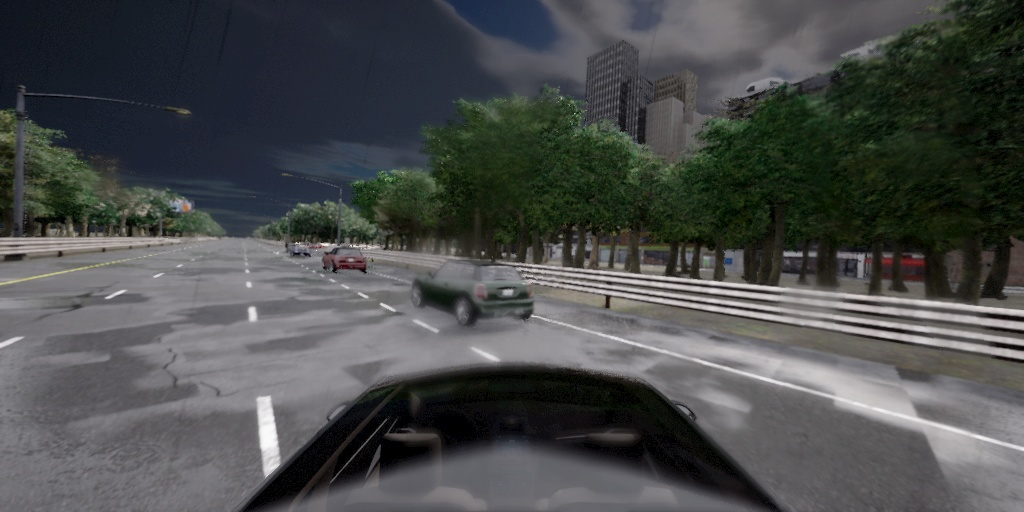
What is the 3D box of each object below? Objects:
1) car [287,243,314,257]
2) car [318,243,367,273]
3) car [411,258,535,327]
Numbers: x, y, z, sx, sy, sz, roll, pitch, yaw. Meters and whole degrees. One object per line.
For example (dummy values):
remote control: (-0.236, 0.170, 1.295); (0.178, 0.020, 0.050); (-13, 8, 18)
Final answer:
car: (-25.960, -0.585, 43.883); (1.895, 1.301, 4.718); (2, 1, -37)
car: (-11.550, 0.169, 24.610); (2.097, 1.767, 4.553); (2, 1, -37)
car: (-1.367, 0.877, 10.982); (2.097, 1.767, 4.553); (2, 1, -37)
